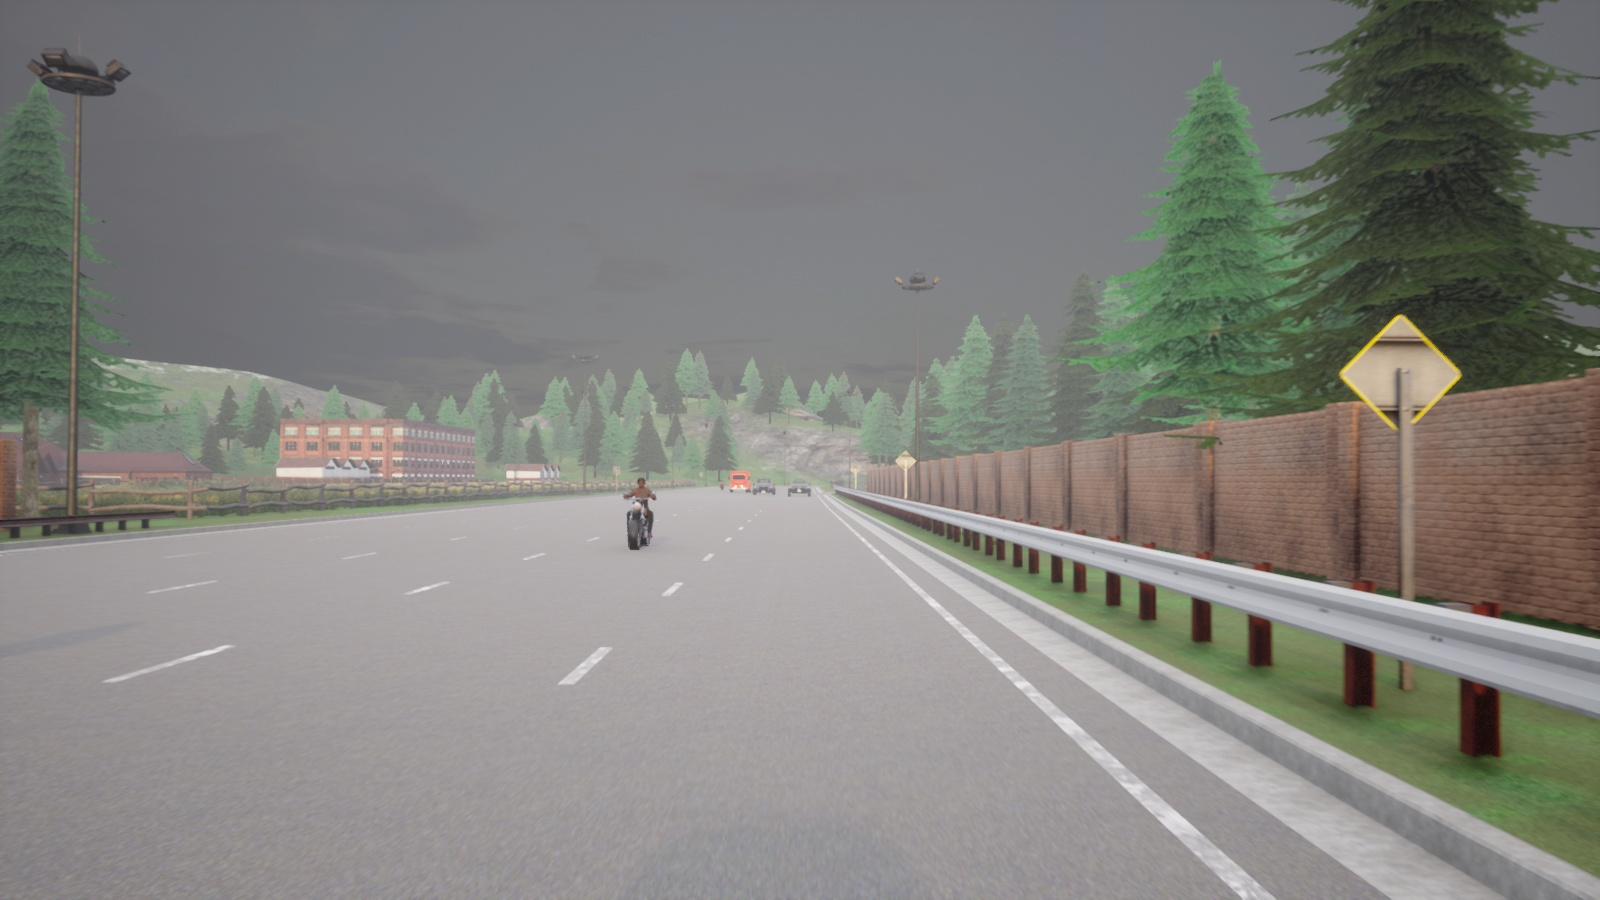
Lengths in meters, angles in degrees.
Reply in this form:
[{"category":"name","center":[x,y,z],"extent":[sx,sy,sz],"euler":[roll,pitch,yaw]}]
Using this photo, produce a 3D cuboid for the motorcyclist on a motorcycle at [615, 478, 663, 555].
[{"category":"motorcyclist on a motorcycle","center":[-3.574,1.448,28.084],"extent":[0.766,1.649,2.350],"euler":[0,-1,0]}]
